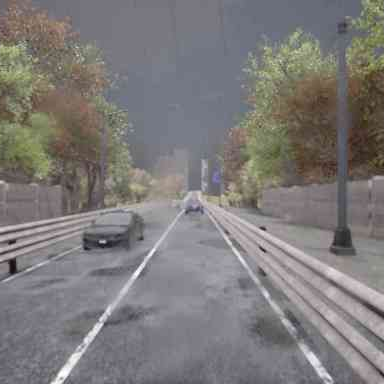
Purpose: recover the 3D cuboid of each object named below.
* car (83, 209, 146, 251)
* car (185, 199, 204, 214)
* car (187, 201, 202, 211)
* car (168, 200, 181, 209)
[{"bbox_3d":[-3.245,1.564,14.656,1.882,1.535,5.008,0,0,0],"label":"car"},{"bbox_3d":[0.297,1.660,38.937,2.097,1.767,4.553,0,-1,0],"label":"car"},{"bbox_3d":[0.379,2.032,49.271,1.994,1.385,4.181,0,-1,1],"label":"car"},{"bbox_3d":[-2.893,2.058,54.978,2.128,1.511,4.902,0,-1,1],"label":"car"}]
